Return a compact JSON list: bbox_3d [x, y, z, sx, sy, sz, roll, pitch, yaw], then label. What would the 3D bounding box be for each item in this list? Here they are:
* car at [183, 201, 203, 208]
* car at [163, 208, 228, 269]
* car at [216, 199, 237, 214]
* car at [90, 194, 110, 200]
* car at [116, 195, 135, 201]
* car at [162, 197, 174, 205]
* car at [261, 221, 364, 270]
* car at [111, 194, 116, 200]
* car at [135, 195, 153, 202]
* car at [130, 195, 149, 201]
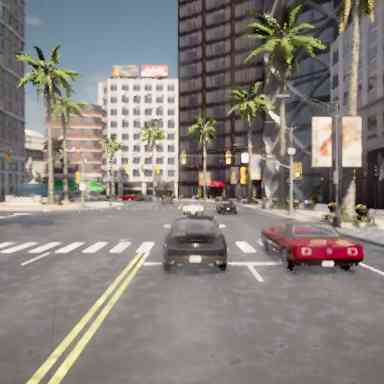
[{"bbox_3d":[0.101,1.584,32.812,1.895,1.301,4.718,0,0,0],"label":"car"},{"bbox_3d":[0.093,1.499,11.073,1.837,1.490,4.892,0,0,0],"label":"car"},{"bbox_3d":[3.601,1.508,35.419,1.812,1.442,4.674,0,0,0],"label":"car"},{"bbox_3d":[-24.927,1.420,88.189,4.674,1.442,1.812,0,0,22],"label":"car"},{"bbox_3d":[-15.951,1.435,83.158,5.008,1.535,1.882,0,0,35],"label":"car"},{"bbox_3d":[-4.204,1.535,57.934,1.994,1.385,4.181,0,0,-7],"label":"car"},{"bbox_3d":[3.594,1.596,10.981,1.895,1.301,4.718,0,0,0],"label":"car"},{"bbox_3d":[-22.274,1.322,90.846,4.902,1.511,2.128,0,0,22],"label":"car"},{"bbox_3d":[-10.127,1.515,72.783,1.994,1.385,4.181,0,0,-36],"label":"car"},{"bbox_3d":[-13.494,1.456,85.697,4.892,1.490,1.837,0,0,35],"label":"car"}]
